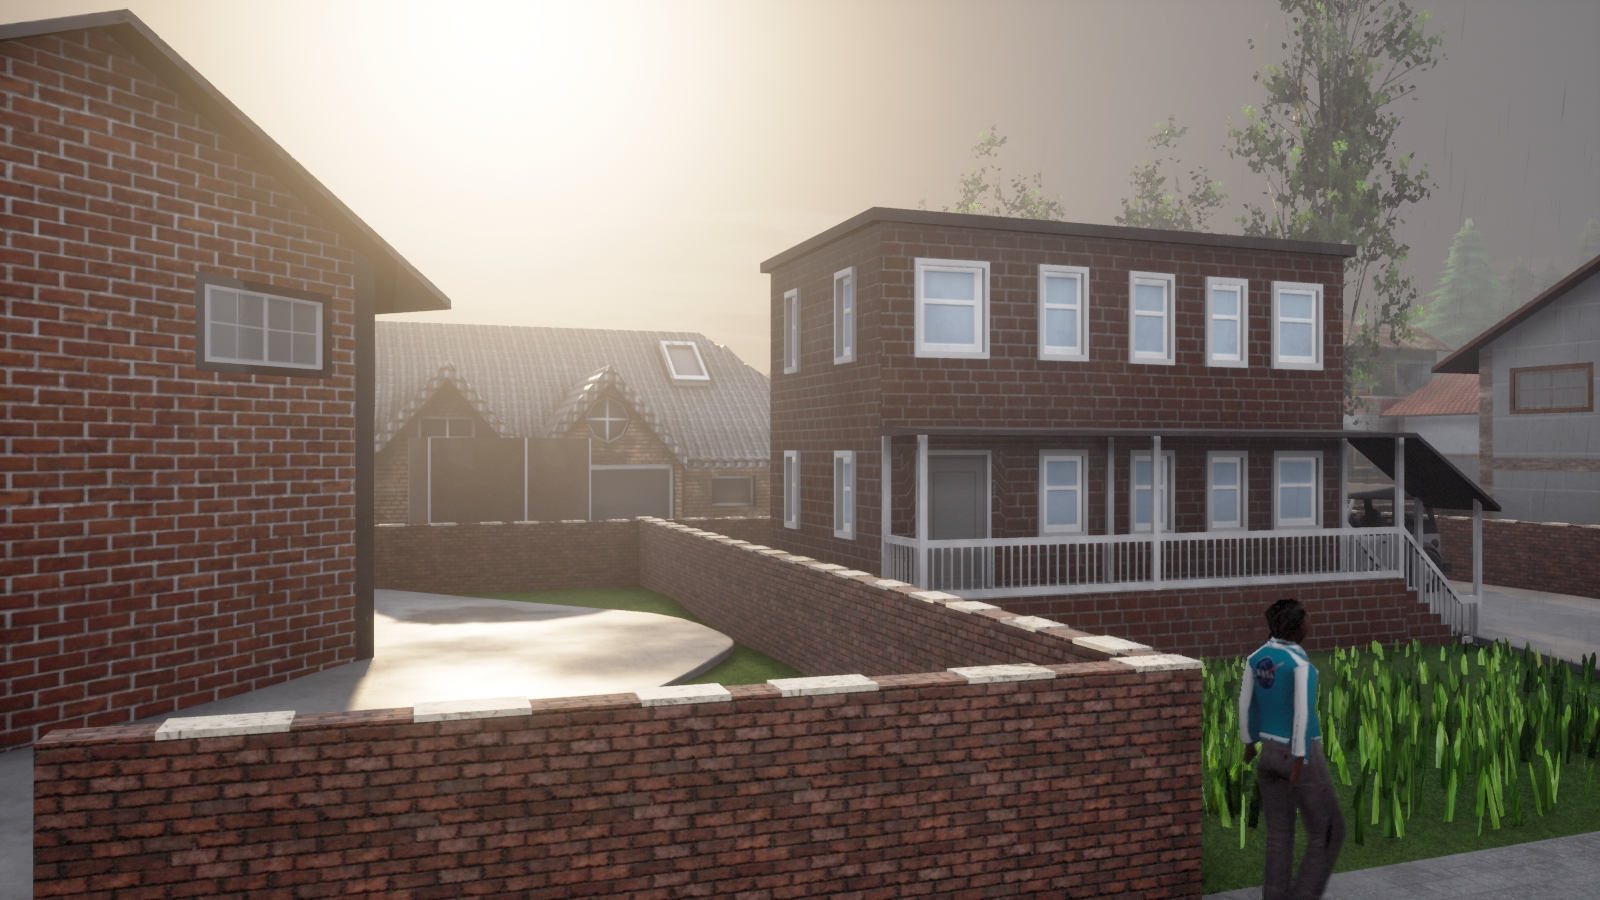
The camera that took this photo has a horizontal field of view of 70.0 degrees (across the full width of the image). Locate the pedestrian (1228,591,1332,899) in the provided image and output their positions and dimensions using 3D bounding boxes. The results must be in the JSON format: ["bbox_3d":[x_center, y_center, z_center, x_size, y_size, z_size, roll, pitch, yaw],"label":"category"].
[{"bbox_3d":[2.675,1.749,6.377,0.375,1.860,0.375,0,0,-22],"label":"pedestrian"}]
